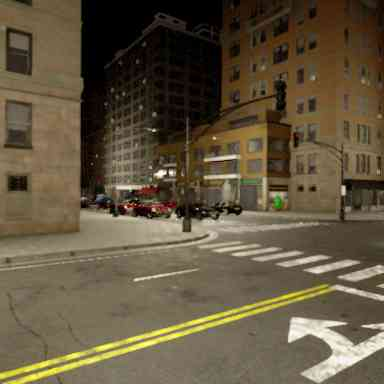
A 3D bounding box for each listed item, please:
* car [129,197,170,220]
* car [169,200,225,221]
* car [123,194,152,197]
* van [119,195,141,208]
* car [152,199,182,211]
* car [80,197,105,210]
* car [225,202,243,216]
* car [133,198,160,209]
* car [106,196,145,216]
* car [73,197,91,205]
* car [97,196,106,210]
[{"bbox_3d":[-3.403,1.445,28.363,1.967,1.590,4.097,0,0,-35],"label":"car"},{"bbox_3d":[0.336,1.546,27.464,1.812,1.442,4.674,0,0,-35],"label":"car"},{"bbox_3d":[-5.337,1.239,35.506,2.150,2.045,5.566,0,0,-36],"label":"car"},{"bbox_3d":[-9.556,1.391,51.001,1.690,1.788,3.998,0,0,-35],"label":"van"},{"bbox_3d":[-3.202,1.629,41.995,1.802,1.307,4.206,0,0,-35],"label":"car"},{"bbox_3d":[-12.936,1.586,41.870,1.802,1.307,4.206,0,0,-35],"label":"car"},{"bbox_3d":[3.153,1.615,32.990,1.947,1.339,4.313,0,0,-35],"label":"car"},{"bbox_3d":[-6.380,1.614,46.498,1.947,1.339,4.313,0,0,-35],"label":"car"},{"bbox_3d":[-6.581,1.444,32.866,1.967,1.590,4.097,0,0,-35],"label":"car"},{"bbox_3d":[-20.580,1.648,62.072,1.895,1.301,4.718,0,0,-35],"label":"car"},{"bbox_3d":[-11.341,1.565,44.015,2.033,1.411,5.357,0,0,-35],"label":"car"}]
